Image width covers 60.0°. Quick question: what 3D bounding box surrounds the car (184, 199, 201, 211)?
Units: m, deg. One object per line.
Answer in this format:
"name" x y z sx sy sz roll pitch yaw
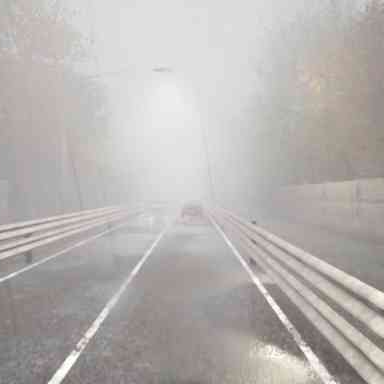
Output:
"car" 0.084 1.711 44.595 2.128 1.511 4.902 0 -1 1

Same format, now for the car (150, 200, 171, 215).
"car" -3.314 1.597 35.907 1.882 1.535 5.008 0 -1 0

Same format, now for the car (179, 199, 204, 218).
"car" 0.034 1.552 30.521 1.882 1.535 5.008 0 0 0

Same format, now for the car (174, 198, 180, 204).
"car" -3.183 2.288 78.109 1.837 1.490 4.892 0 -1 0
